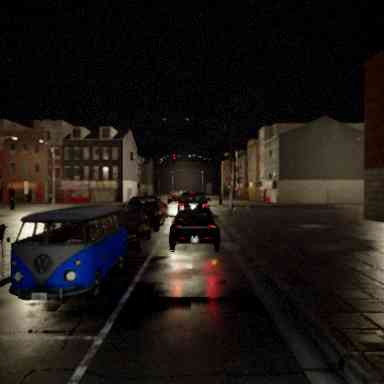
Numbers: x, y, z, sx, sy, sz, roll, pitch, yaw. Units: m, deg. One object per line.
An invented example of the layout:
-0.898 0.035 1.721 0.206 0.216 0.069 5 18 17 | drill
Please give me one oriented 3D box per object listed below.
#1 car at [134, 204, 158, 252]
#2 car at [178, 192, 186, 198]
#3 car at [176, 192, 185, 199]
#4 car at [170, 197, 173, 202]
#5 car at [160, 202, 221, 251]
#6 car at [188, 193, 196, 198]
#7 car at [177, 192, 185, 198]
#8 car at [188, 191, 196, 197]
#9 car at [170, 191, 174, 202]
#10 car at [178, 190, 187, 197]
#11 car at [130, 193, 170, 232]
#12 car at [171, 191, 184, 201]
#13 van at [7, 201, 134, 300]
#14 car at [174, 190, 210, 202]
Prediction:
-2.642 1.409 13.273 1.887 1.381 4.507 0 1 0 | car
-2.636 0.757 88.536 1.947 1.339 4.313 0 0 0 | car
-2.637 0.830 77.682 2.008 1.369 4.403 0 0 0 | car
-2.641 1.303 24.140 1.887 1.381 4.507 0 1 0 | car
0.099 1.355 13.408 2.128 1.511 4.902 0 1 0 | car
0.007 0.838 81.292 1.895 1.301 4.718 0 0 0 | car
-2.636 0.762 82.939 1.752 1.417 4.829 0 0 0 | car
0.008 0.527 91.262 2.128 1.511 4.902 0 0 0 | car
-2.640 0.828 50.546 2.192 1.841 5.009 0 1 0 | car
-2.637 0.463 93.960 2.192 1.841 5.009 0 0 0 | car
-2.643 1.126 18.704 2.192 1.841 5.009 0 1 0 | car
-2.640 0.732 61.400 2.192 1.841 5.009 0 1 0 | car
-2.643 1.260 7.837 1.690 1.788 3.998 0 1 0 | van
0.102 0.985 23.654 2.150 2.045 5.566 0 1 0 | car
